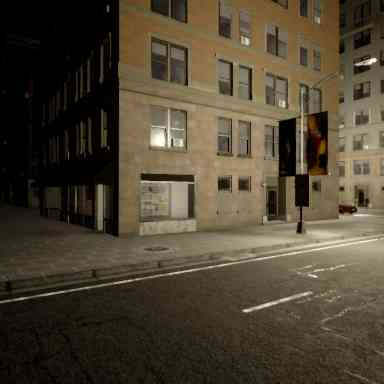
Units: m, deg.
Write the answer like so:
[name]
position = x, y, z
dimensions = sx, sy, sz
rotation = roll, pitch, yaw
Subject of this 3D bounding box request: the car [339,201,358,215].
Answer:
[car]
position = 14.706, 1.555, 34.268
dimensions = 1.994, 1.385, 4.181
rotation = 0, 0, -35
